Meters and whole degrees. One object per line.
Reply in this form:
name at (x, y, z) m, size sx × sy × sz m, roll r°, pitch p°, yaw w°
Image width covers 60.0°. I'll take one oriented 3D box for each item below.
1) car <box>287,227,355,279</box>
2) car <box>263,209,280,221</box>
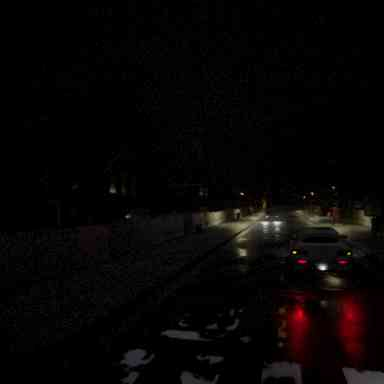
car at (4.277, 1.913, 11.352) m, size 1.812 × 1.442 × 4.674 m, roll -2°, pitch -3°, yaw 17°
car at (10.765, 3.116, 44.595) m, size 1.837 × 1.490 × 4.892 m, roll -2°, pitch -2°, yaw 15°
